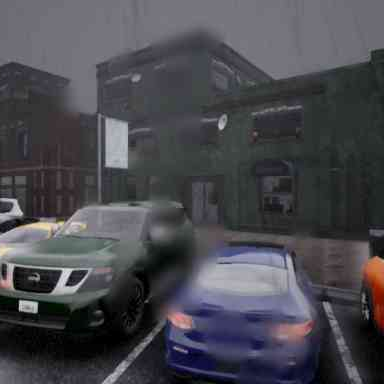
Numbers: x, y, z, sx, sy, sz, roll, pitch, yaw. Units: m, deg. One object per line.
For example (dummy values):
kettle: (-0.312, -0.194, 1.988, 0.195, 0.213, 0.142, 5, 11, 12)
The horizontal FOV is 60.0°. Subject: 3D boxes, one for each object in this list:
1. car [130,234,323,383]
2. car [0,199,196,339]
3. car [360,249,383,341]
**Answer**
car: (0.975, 1.525, 5.399, 2.002, 1.452, 4.674, 0, -1, 15)
car: (-1.457, 1.234, 7.118, 2.435, 2.045, 5.566, 1, -1, 15)
car: (3.439, 1.361, 3.694, 2.185, 1.767, 4.553, 1, -1, 15)
